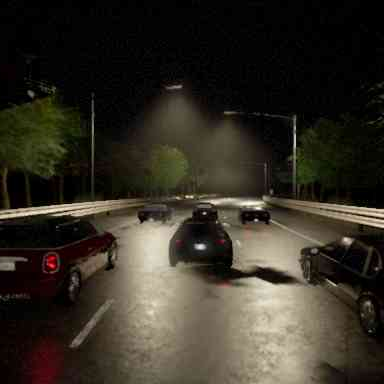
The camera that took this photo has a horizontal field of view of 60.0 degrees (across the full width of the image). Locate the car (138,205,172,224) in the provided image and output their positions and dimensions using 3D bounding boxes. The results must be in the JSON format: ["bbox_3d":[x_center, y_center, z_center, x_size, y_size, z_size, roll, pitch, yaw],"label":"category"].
[{"bbox_3d":[-2.593,1.571,24.570,1.895,1.301,4.718,0,0,4],"label":"car"}]

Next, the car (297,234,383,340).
[{"bbox_3d":[3.654,1.544,6.446,2.033,1.411,5.357,0,0,2],"label":"car"}]

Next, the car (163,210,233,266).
[{"bbox_3d":[0.310,1.550,11.572,1.994,1.385,4.181,0,0,2],"label":"car"}]

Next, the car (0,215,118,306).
[{"bbox_3d":[-3.294,1.341,8.147,2.097,1.767,4.553,0,0,2],"label":"car"}]

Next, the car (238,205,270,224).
[{"bbox_3d":[4.402,1.580,24.253,1.895,1.301,4.718,0,0,4],"label":"car"}]

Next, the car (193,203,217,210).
[{"bbox_3d":[1.062,1.536,26.670,1.994,1.385,4.181,0,0,4],"label":"car"}]
